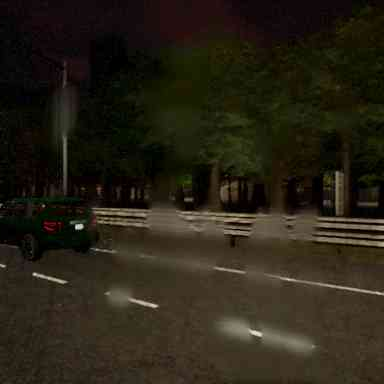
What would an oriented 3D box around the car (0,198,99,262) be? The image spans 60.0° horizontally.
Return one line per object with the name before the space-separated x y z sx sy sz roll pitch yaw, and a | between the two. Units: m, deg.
car | -5.839 1.225 12.335 5.566 2.045 2.150 0 0 35
